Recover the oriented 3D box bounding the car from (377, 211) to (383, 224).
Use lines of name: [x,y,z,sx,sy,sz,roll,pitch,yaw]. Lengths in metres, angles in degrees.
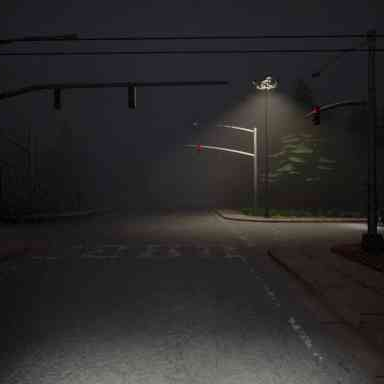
car: [14.895,1.513,22.079,4.892,1.490,1.837,0,0,1]
